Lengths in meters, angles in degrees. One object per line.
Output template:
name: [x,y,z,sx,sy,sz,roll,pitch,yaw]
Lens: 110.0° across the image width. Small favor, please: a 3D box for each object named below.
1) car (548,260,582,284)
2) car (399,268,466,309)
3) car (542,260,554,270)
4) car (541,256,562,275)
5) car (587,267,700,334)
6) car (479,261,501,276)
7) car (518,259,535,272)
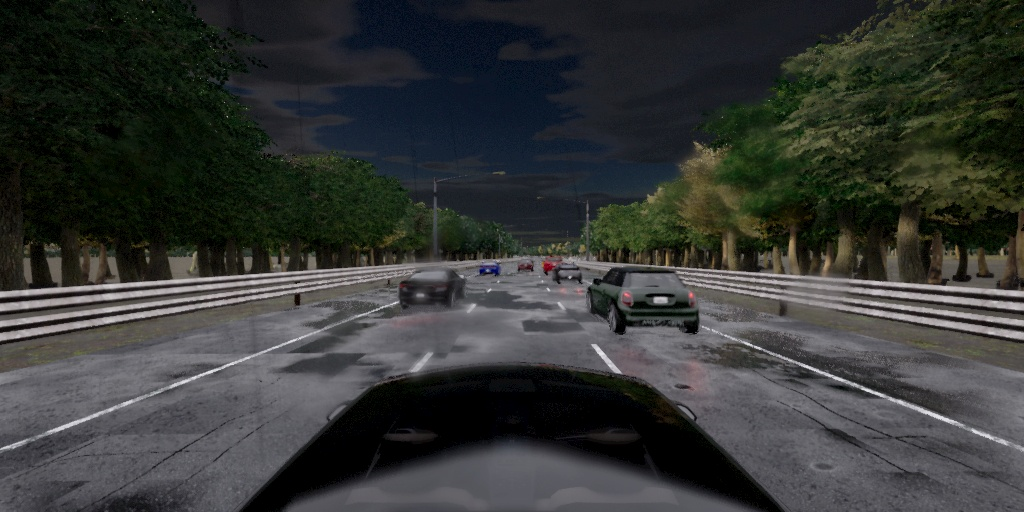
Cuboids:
car: [4.156,1.285,27.425,2.128,1.511,4.902,0,0,2]
car: [-3.149,1.237,15.067,1.882,1.535,5.008,0,0,2]
car: [5.904,1.382,59.414,1.882,1.535,5.008,0,0,4]
car: [4.792,1.069,41.455,2.150,2.045,5.566,0,0,3]
car: [3.657,1.106,10.837,2.097,1.767,4.553,0,0,1]
car: [-2.286,1.308,38.193,1.882,1.535,5.008,0,0,3]
car: [1.917,1.226,50.264,2.097,1.767,4.553,0,0,2]
